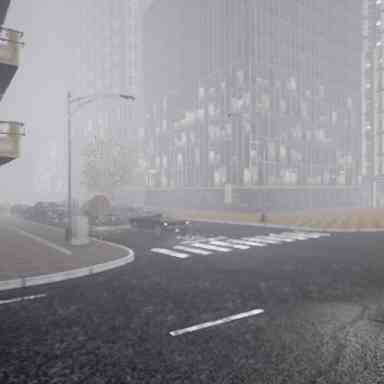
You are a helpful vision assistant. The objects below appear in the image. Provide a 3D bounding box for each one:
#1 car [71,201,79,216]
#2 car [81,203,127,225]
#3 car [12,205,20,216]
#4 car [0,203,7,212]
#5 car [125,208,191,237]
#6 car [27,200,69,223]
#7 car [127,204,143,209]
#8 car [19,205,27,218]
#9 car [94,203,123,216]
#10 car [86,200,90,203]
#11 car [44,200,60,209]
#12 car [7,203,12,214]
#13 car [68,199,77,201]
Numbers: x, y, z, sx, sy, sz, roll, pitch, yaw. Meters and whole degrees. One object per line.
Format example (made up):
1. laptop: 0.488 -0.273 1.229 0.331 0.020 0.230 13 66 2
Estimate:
1. car: -14.752 2.075 37.707 1.882 1.535 5.008 -1 -1 -36
2. car: -7.616 1.916 28.002 1.837 1.490 4.892 -1 0 -36
3. car: -20.260 2.259 40.836 2.008 1.369 4.403 -2 0 -36
4. car: -30.225 2.494 54.363 1.752 1.417 4.829 -2 0 -36
5. car: -2.067 1.868 20.401 1.895 1.301 4.718 -1 -1 -35
6. car: -13.694 1.850 31.627 2.192 1.841 5.009 -2 0 -36
7. car: -6.724 2.014 36.766 2.008 1.369 4.403 -2 0 -36
8. car: -17.042 2.188 36.182 1.947 1.339 4.313 -2 0 -36
9. car: -10.458 2.109 41.548 2.008 1.369 4.403 -2 0 -36
10. car: -13.578 1.955 45.774 2.192 1.841 5.009 -2 0 -36
11. car: -26.993 2.430 63.991 1.967 1.590 4.097 -2 0 -36
12. car: -23.614 2.378 45.392 1.802 1.307 4.206 -2 0 -36
13. car: -20.287 2.130 54.883 2.192 1.841 5.009 -2 0 -36
